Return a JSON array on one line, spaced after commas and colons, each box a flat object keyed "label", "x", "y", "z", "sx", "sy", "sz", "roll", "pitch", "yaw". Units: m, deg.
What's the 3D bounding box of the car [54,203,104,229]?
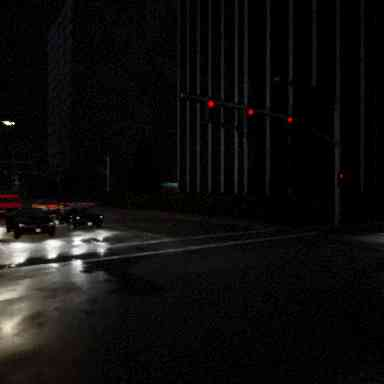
[{"label": "car", "x": -7.530, "y": 1.641, "z": 22.213, "sx": 1.895, "sy": 1.301, "sz": 4.718, "roll": 0, "pitch": 0, "yaw": -36}]

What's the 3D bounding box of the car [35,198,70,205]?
[{"label": "car", "x": -12.774, "y": 1.388, "z": 29.563, "sx": 2.097, "sy": 1.767, "sz": 4.553, "roll": 0, "pitch": 0, "yaw": -35}]

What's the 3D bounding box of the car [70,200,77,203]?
[{"label": "car", "x": -15.926, "y": 1.543, "z": 40.292, "sx": 1.837, "sy": 1.490, "sz": 4.892, "roll": 0, "pitch": 0, "yaw": -36}]

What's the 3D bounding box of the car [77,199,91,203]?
[{"label": "car", "x": -14.859, "y": 1.646, "z": 44.786, "sx": 1.895, "sy": 1.301, "sz": 4.718, "roll": 0, "pitch": 0, "yaw": -36}]

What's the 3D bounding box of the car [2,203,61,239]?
[{"label": "car", "x": -8.740, "y": 1.560, "z": 17.891, "sx": 1.812, "sy": 1.442, "sz": 4.674, "roll": 0, "pitch": 0, "yaw": -36}]

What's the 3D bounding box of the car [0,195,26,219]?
[{"label": "car", "x": -14.322, "y": 1.250, "z": 25.701, "sx": 2.150, "sy": 2.045, "sz": 5.566, "roll": 0, "pitch": 0, "yaw": -35}]
